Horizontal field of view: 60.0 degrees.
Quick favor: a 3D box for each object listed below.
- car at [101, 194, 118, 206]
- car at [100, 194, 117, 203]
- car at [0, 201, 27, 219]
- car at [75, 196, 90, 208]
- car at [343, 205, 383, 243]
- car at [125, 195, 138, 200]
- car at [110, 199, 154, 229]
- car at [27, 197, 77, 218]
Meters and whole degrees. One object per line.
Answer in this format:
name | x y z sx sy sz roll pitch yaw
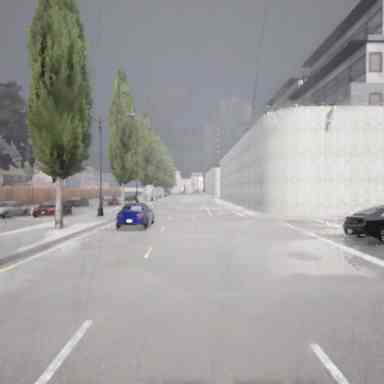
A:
car | -11.599 1.246 46.684 1.812 1.442 4.674 0 0 0
car | -15.057 1.166 60.175 1.812 1.442 4.674 0 0 1
car | -15.112 1.438 27.100 1.895 1.301 4.718 0 0 0
car | -15.104 1.283 44.122 2.033 1.411 5.357 0 0 0
car | 9.099 1.272 14.410 4.892 1.490 1.837 -3 -2 -6
car | -11.542 1.189 62.994 1.994 1.385 4.181 0 0 0
car | -3.413 1.398 20.387 1.812 1.442 4.674 0 0 0
car | -11.610 1.396 27.866 1.994 1.385 4.181 0 0 0
